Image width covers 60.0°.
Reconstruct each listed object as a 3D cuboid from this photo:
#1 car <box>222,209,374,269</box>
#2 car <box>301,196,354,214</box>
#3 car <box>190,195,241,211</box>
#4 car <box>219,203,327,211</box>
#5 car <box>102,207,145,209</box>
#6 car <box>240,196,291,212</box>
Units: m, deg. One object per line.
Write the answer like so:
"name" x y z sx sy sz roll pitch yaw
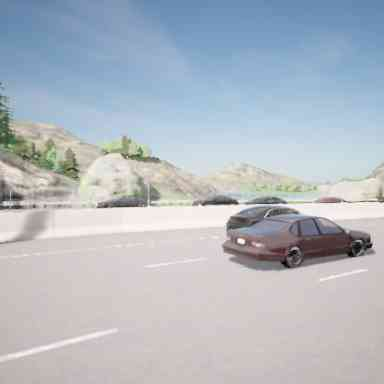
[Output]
"car" 3.532 1.443 10.724 5.357 1.411 2.033 0 1 -31
"car" 13.100 1.200 32.084 5.008 1.535 1.882 0 1 -27
"car" 2.495 1.074 34.375 5.008 1.535 1.882 1 1 -29
"car" 3.773 1.354 14.714 4.892 1.490 1.837 0 0 -32
"car" -6.591 1.076 33.101 5.357 1.411 2.033 0 1 -32
"car" 7.325 1.164 33.028 4.892 1.490 1.837 1 0 -28
